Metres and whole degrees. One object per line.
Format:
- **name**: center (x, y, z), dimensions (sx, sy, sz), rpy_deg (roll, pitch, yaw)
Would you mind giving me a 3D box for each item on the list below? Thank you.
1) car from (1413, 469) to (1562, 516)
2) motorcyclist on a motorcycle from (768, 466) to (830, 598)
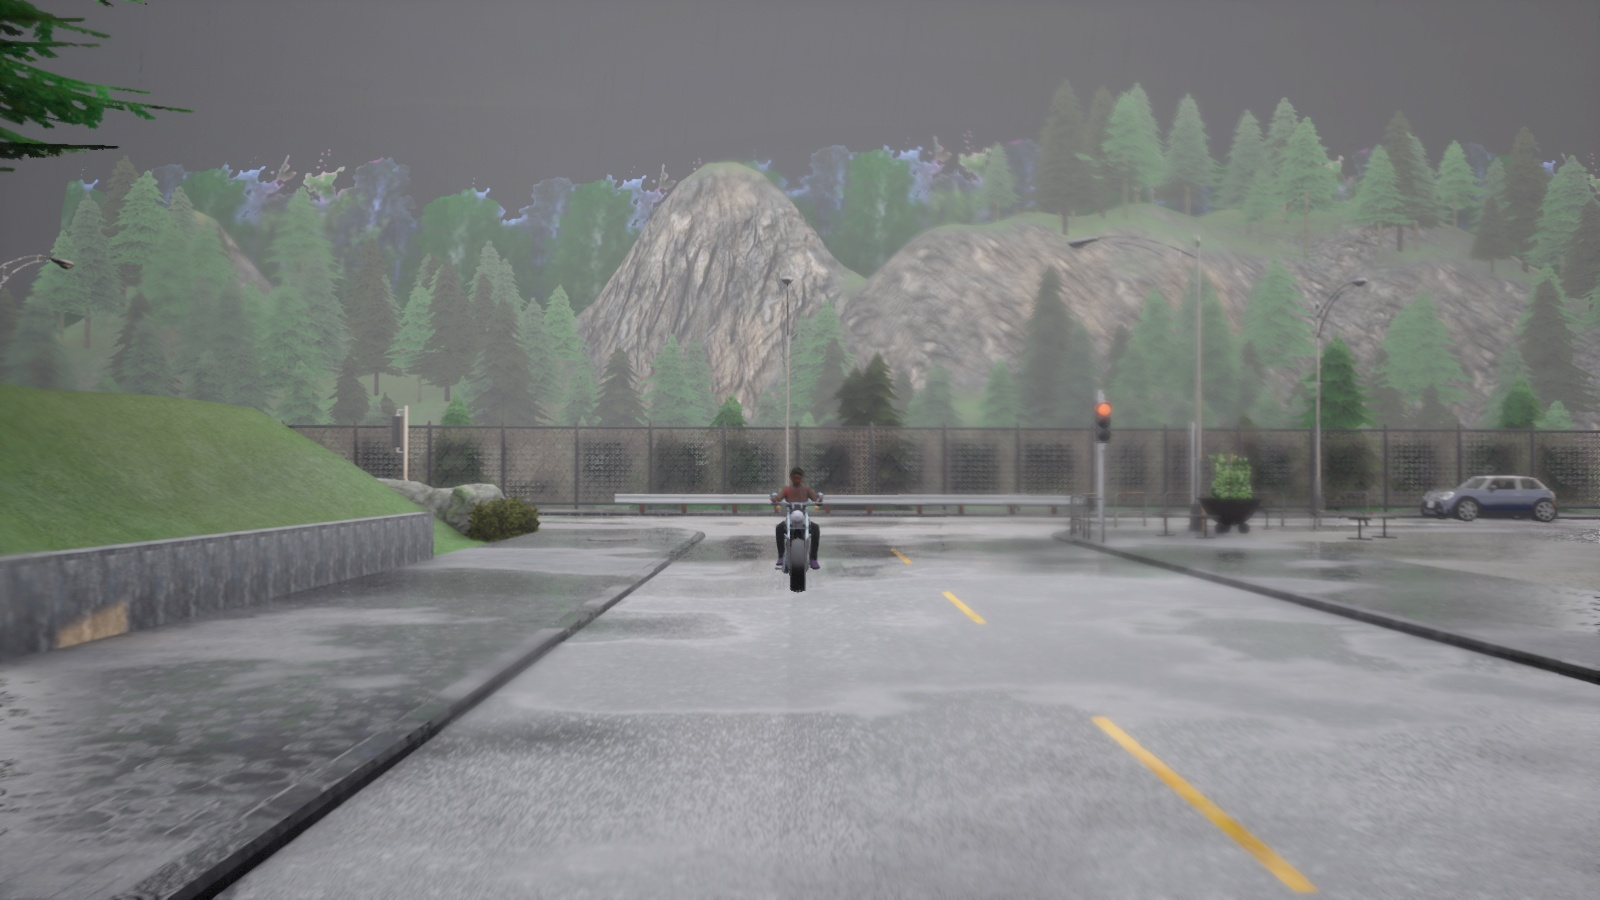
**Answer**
- **car**: center (22.510, 1.380, 41.236), dimensions (3.806, 1.475, 1.970), rpy_deg (0, -1, 0)
- **motorcyclist on a motorcycle**: center (-0.026, 1.051, 17.027), dimensions (0.766, 1.649, 2.350), rpy_deg (0, -1, -1)
